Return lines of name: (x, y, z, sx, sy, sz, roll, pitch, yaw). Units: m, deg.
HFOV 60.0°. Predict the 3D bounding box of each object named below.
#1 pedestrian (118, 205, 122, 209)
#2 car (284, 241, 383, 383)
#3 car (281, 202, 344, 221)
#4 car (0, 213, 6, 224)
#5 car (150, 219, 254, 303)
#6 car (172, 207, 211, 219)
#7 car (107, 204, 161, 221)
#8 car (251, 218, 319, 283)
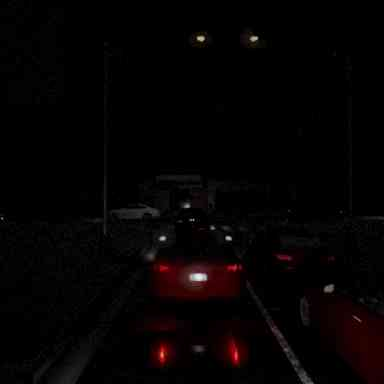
pedestrian: (-6.830, 1.828, 31.525, 0.500, 1.100, 0.500, 0, -1, 0)
car: (2.650, 1.603, 4.015, 1.802, 1.307, 4.206, 1, 0, 0)
car: (9.222, 1.535, 25.601, 4.674, 1.442, 1.812, 0, -1, 0)
car: (-16.923, 1.811, 25.702, 4.674, 1.442, 1.812, -1, -1, 0)
car: (0.101, 1.607, 8.336, 1.994, 1.385, 4.181, 0, 0, -1)
car: (-0.019, 1.601, 18.361, 1.837, 1.490, 4.892, 0, 0, -1)
car: (-5.052, 1.744, 28.619, 4.674, 1.442, 1.812, -1, -1, 0)
car: (2.650, 1.631, 9.453, 1.802, 1.307, 4.206, 1, 0, 0)
